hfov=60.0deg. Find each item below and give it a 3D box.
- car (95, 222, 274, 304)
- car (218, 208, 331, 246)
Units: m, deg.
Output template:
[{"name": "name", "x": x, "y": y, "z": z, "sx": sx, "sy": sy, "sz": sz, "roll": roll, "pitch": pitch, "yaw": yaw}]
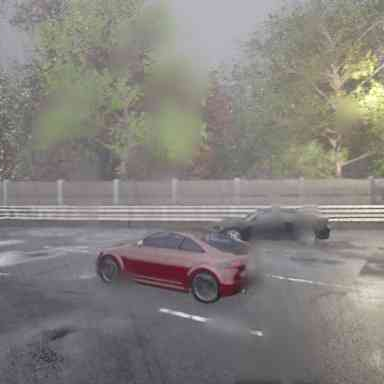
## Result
[{"name": "car", "x": -0.416, "y": 1.557, "z": 8.164, "sx": 4.181, "sy": 1.385, "sz": 1.994, "roll": 0, "pitch": 0, "yaw": 33}, {"name": "car", "x": 3.348, "y": 1.444, "z": 14.466, "sx": 5.008, "sy": 1.535, "sz": 1.882, "roll": 0, "pitch": 0, "yaw": 4}]
